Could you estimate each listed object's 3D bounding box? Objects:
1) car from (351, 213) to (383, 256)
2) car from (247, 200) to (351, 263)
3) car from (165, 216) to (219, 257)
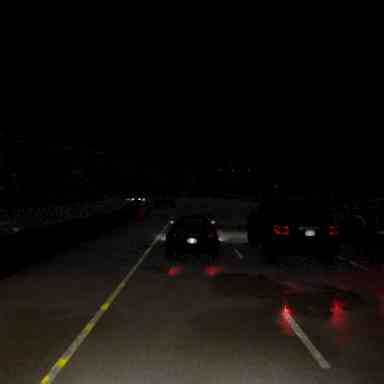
[{"bbox_3d":[7.024,1.580,13.454,2.128,1.511,4.902,0,0,0],"label":"car"},{"bbox_3d":[3.513,1.310,12.544,2.150,2.045,5.566,0,0,0],"label":"car"},{"bbox_3d":[0.023,1.652,13.445,1.994,1.385,4.181,0,0,1],"label":"car"}]
